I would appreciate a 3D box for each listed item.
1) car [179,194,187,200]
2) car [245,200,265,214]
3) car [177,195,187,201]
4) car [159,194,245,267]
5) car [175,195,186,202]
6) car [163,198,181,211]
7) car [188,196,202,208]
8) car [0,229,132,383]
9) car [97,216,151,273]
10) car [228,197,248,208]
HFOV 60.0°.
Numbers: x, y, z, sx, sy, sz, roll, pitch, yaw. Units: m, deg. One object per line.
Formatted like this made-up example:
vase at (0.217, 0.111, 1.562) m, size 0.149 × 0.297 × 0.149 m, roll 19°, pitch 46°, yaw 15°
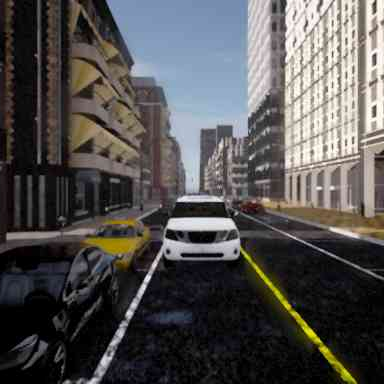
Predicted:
car at (-2.260, 1.292, 85.763) m, size 1.802 × 1.307 × 4.206 m, roll 0°, pitch 0°, yaw 0°
car at (6.095, 1.422, 33.294) m, size 1.887 × 1.381 × 4.507 m, roll 0°, pitch 0°, yaw 0°
car at (-2.228, 1.299, 72.846) m, size 2.008 × 1.369 × 4.403 m, roll 0°, pitch 0°, yaw 0°
car at (0.274, 1.178, 11.552) m, size 2.150 × 2.045 × 5.566 m, roll 0°, pitch 0°, yaw 0°
car at (-2.237, 1.316, 67.198) m, size 2.008 × 1.369 × 4.403 m, roll 0°, pitch 0°, yaw 0°
car at (-2.277, 1.438, 38.955) m, size 1.802 × 1.307 × 4.206 m, roll 0°, pitch 0°, yaw 0°
car at (0.426, 1.335, 46.954) m, size 1.837 × 1.490 × 4.892 m, roll 0°, pitch 0°, yaw 0°
car at (-2.327, 1.545, 5.064) m, size 1.947 × 1.339 × 4.313 m, roll 0°, pitch 0°, yaw 0°
car at (-2.319, 1.484, 10.543) m, size 1.752 × 1.417 × 4.829 m, roll 0°, pitch 0°, yaw 0°
car at (6.111, 1.389, 44.592) m, size 2.008 × 1.369 × 4.403 m, roll 0°, pitch 0°, yaw 0°
